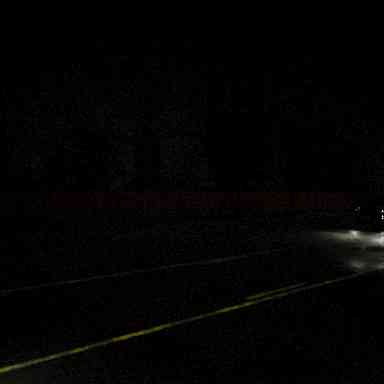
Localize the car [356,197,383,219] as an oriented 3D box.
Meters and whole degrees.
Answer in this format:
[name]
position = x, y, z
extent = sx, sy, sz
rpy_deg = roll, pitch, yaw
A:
[car]
position = 12.411, 1.041, 21.320
extent = 4.553, 1.767, 2.097
rpy_deg = 0, 0, -35
